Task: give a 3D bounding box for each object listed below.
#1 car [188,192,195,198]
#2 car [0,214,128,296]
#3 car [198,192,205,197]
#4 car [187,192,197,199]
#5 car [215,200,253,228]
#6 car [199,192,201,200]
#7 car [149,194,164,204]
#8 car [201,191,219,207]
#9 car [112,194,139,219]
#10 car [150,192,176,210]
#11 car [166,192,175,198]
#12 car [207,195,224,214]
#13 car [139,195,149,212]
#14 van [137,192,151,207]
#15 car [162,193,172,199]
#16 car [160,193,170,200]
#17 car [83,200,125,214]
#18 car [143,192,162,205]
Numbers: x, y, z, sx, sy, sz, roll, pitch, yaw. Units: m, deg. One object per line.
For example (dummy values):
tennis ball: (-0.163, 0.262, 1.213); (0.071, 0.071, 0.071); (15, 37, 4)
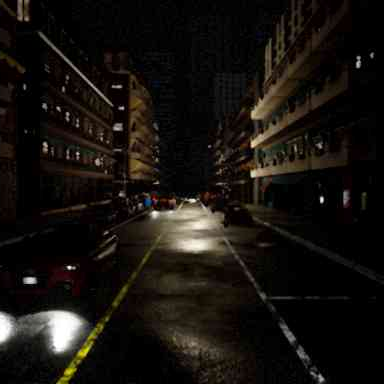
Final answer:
car: (-0.035, 0.675, 87.167); (1.837, 1.490, 4.892); (0, 0, 0)
car: (-3.091, 1.493, 8.358); (1.994, 1.385, 4.181); (0, 0, 0)
car: (2.642, 0.747, 93.522); (1.752, 1.417, 4.829); (-1, 0, 0)
car: (-0.031, 0.852, 76.932); (1.837, 1.490, 4.892); (0, 0, 0)
car: (2.673, 1.409, 20.528); (1.802, 1.307, 4.206); (-1, 0, 0)
car: (2.655, 0.862, 54.137); (2.192, 1.841, 5.009); (-1, 0, 0)
car: (-5.729, 1.098, 54.164); (2.008, 1.369, 4.403); (-1, 0, 0)
car: (2.660, 0.955, 42.933); (2.192, 1.841, 5.009); (-1, 0, 0)
car: (-5.679, 1.220, 26.154); (1.967, 1.590, 4.097); (-1, 0, 0)
car: (-3.014, 1.047, 36.654); (2.097, 1.767, 4.553); (0, 0, 0)
car: (-5.735, 0.820, 87.776); (2.008, 1.369, 4.403); (-1, 0, 0)
car: (2.667, 1.257, 31.901); (1.752, 1.417, 4.829); (-1, 0, 0)
car: (-5.680, 1.284, 31.757); (2.008, 1.369, 4.403); (-1, 0, 0)
van: (-5.685, 1.028, 37.357); (1.690, 1.788, 3.998); (-1, 0, 0)
car: (-5.730, 0.943, 76.572); (1.802, 1.307, 4.206); (-1, 0, 0)
car: (-5.728, 0.990, 70.970); (1.802, 1.307, 4.206); (-1, 0, 0)
car: (-5.675, 1.409, 20.554); (1.802, 1.307, 4.206); (-1, 0, 0)
car: (-5.713, 0.908, 48.560); (2.192, 1.841, 5.009); (-1, 0, 0)
